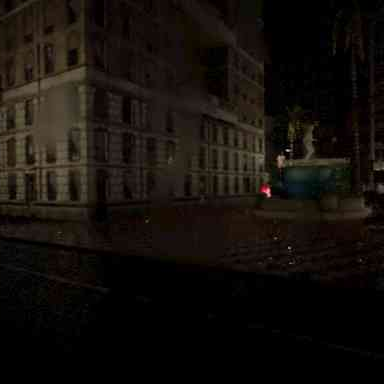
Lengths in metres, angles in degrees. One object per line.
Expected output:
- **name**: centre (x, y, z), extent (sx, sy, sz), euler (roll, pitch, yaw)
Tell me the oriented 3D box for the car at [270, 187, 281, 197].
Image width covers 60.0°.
- **car**: centre (14.721, 0.208, 54.686), extent (5.566, 2.045, 2.150), euler (0, 1, 42)
